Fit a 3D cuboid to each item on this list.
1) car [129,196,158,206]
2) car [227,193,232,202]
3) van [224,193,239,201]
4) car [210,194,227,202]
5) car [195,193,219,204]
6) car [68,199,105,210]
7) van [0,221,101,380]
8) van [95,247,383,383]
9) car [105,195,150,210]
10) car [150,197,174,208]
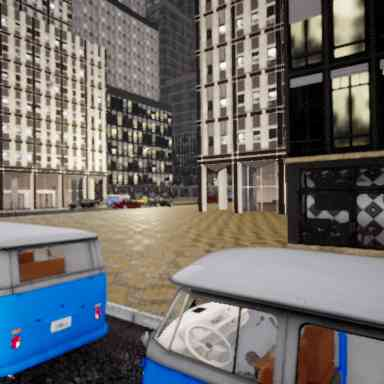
[{"bbox_3d":[-7.727,1.453,53.138,1.752,1.417,4.829,-1,0,36],"label":"car"},{"bbox_3d":[5.822,1.235,57.435,2.008,1.369,4.403,-1,0,36],"label":"car"},{"bbox_3d":[9.061,1.045,76.008,1.690,1.788,3.998,-1,0,36],"label":"van"},{"bbox_3d":[5.725,1.189,71.462,1.967,1.590,4.097,-1,0,36],"label":"car"},{"bbox_3d":[2.483,1.043,52.891,2.192,1.841,5.009,-1,0,36],"label":"car"},{"bbox_3d":[-14.302,1.578,44.183,1.947,1.339,4.313,-1,0,36],"label":"car"},{"bbox_3d":[-3.082,1.367,5.096,3.998,1.788,1.690,0,-1,36],"label":"van"},{"bbox_3d":[1.454,1.340,1.851,3.998,1.788,1.690,0,-1,36],"label":"van"},{"bbox_3d":[-7.524,1.403,39.257,1.887,1.381,4.507,-1,0,36],"label":"car"},{"bbox_3d":[-4.188,1.366,43.801,2.008,1.369,4.403,-1,0,36],"label":"car"}]
